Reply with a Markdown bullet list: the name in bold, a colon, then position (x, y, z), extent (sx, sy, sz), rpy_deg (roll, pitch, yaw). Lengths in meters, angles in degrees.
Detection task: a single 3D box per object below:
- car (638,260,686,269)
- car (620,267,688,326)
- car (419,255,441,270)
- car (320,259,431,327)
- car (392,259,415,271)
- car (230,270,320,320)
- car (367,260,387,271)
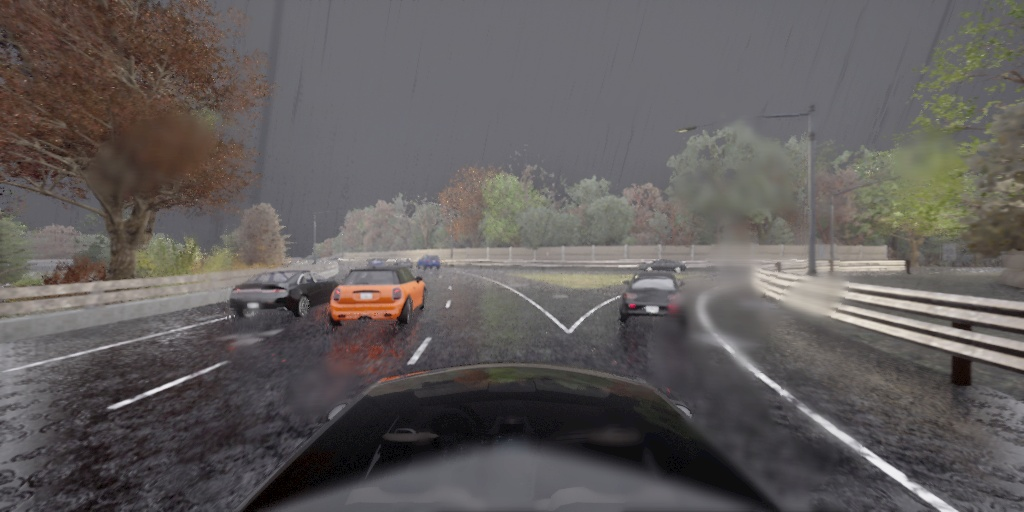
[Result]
- **car**: position (16.313, 1.132, 39.096), extent (4.892, 1.490, 1.837), rpy_deg (0, 0, 8)
- **car**: position (4.596, 1.236, 11.622), extent (1.812, 1.442, 4.674), rpy_deg (0, 0, 23)
- **car**: position (-12.025, 0.907, 51.748), extent (2.150, 2.045, 5.566), rpy_deg (0, 0, -29)
- **car**: position (-4.113, 1.096, 11.746), extent (2.097, 1.767, 4.553), rpy_deg (0, 0, -5)
- **car**: position (-15.315, 1.194, 50.473), extent (2.128, 1.511, 4.902), rpy_deg (0, 0, -29)
- **car**: position (-7.717, 1.247, 12.798), extent (2.128, 1.511, 4.902), rpy_deg (0, 0, -6)
- **car**: position (-18.508, 1.243, 49.022), extent (1.812, 1.442, 4.674), rpy_deg (0, 0, -29)
